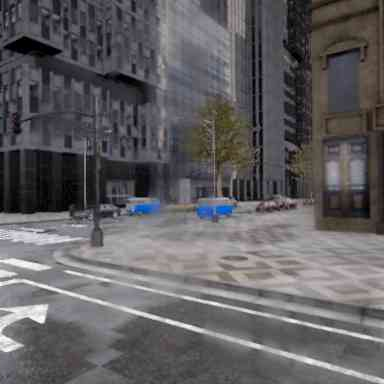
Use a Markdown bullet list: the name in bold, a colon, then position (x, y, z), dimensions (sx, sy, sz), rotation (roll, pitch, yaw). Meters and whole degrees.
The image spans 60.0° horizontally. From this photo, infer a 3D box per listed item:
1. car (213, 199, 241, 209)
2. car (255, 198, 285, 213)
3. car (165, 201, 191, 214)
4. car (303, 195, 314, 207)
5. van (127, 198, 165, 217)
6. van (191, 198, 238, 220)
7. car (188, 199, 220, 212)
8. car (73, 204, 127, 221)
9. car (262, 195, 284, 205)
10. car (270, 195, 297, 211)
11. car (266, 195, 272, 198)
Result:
- **car**: position (4.965, 1.674, 47.160), dimensions (2.008, 1.369, 4.403), rotation (-1, 0, 36)
- **car**: position (8.592, 1.630, 37.618), dimensions (1.802, 1.307, 4.206), rotation (-1, 0, 36)
- **car**: position (-1.710, 1.671, 37.911), dimensions (1.752, 1.417, 4.829), rotation (-1, 0, 36)
- **car**: position (18.456, 1.561, 51.287), dimensions (1.887, 1.381, 4.507), rotation (-1, 0, 36)
- **van**: position (-4.900, 1.498, 33.494), dimensions (1.690, 1.788, 3.998), rotation (-1, 0, 36)
- **van**: position (2.013, 1.412, 28.506), dimensions (1.690, 1.788, 3.998), rotation (-1, 0, 36)
- **car**: position (1.578, 1.660, 42.467), dimensions (1.752, 1.417, 4.829), rotation (-1, 0, 36)
- **car**: position (-8.186, 1.720, 28.937), dimensions (2.008, 1.369, 4.403), rotation (-1, 0, 36)
- **car**: position (14.827, 1.408, 60.829), dimensions (2.192, 1.841, 5.009), rotation (-1, 0, 36)
- **car**: position (11.879, 1.478, 42.175), dimensions (1.967, 1.590, 4.097), rotation (-1, 0, 36)
- **car**: position (13.227, 1.581, 53.890), dimensions (1.837, 1.490, 4.892), rotation (-1, 0, 36)
